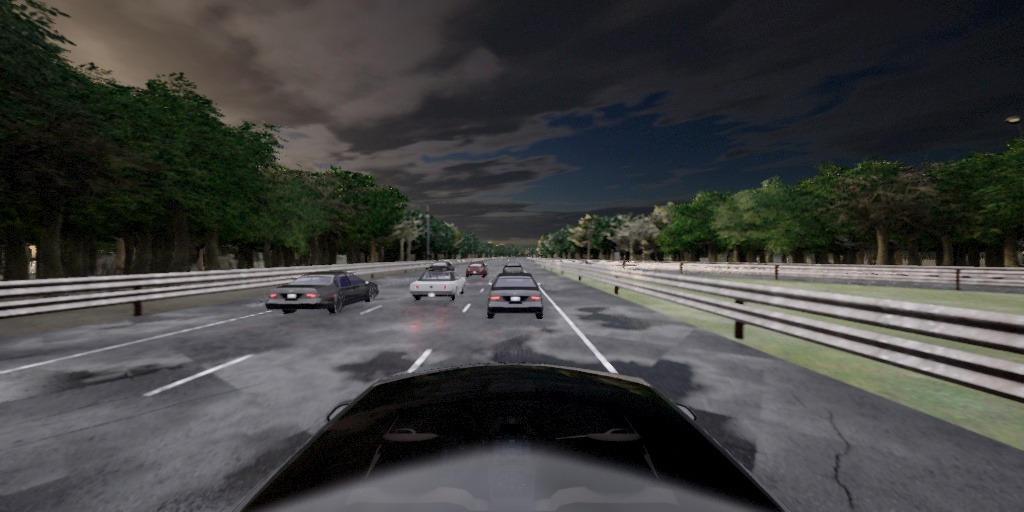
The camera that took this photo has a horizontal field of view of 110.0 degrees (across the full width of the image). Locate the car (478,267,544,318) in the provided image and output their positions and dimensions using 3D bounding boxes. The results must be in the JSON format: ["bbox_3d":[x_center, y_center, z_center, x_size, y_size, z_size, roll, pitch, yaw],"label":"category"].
[{"bbox_3d":[0.100,1.303,13.018,2.033,1.411,5.357,0,0,0],"label":"car"}]

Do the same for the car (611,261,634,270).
[{"bbox_3d":[18.072,1.502,58.645,1.812,1.442,4.674,0,0,-18],"label":"car"}]

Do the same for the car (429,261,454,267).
[{"bbox_3d":[-6.903,1.246,35.553,1.882,1.535,5.008,0,0,0],"label":"car"}]

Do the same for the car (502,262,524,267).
[{"bbox_3d":[0.097,1.278,33.860,2.128,1.511,4.902,0,0,0],"label":"car"}]

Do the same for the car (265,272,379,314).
[{"bbox_3d":[-6.906,1.304,13.748,2.033,1.411,5.357,0,0,0],"label":"car"}]

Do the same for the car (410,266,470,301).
[{"bbox_3d":[-3.408,1.361,17.418,1.895,1.301,4.718,0,0,0],"label":"car"}]

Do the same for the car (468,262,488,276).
[{"bbox_3d":[-3.402,1.314,35.117,1.812,1.442,4.674,0,0,0],"label":"car"}]
